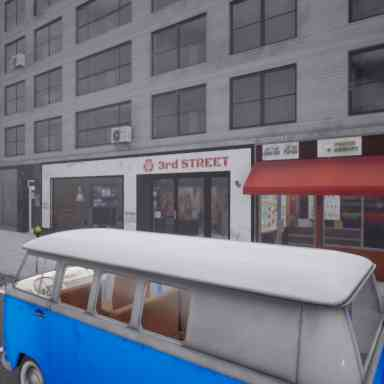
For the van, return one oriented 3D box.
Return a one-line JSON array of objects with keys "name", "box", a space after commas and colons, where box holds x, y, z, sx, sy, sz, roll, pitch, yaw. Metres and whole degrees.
[{"name": "van", "box": [-0.270, 1.341, 3.269, 3.998, 1.788, 1.690, 0, 0, 35]}]
